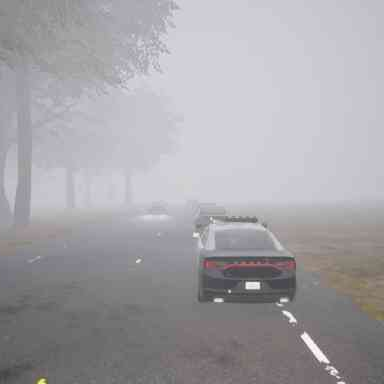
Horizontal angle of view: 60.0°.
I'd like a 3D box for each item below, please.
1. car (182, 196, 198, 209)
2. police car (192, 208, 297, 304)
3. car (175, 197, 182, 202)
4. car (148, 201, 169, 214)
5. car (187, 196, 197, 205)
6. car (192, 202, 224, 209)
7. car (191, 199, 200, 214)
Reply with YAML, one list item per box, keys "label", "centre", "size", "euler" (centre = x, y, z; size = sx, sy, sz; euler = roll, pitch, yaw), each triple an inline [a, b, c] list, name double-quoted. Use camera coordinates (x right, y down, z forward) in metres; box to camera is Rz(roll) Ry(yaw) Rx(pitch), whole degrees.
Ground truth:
- label: "car"
  centre: [0.053, 1.579, 45.925]
  size: [2.033, 1.411, 5.357]
  euler: [0, 0, 0]
- label: "police car"
  centre: [1.057, 1.423, 8.364]
  size: [1.930, 1.638, 5.238]
  euler: [0, 0, 0]
- label: "car"
  centre: [-3.449, 1.856, 88.114]
  size: [1.895, 1.301, 4.718]
  euler: [0, 0, 0]
- label: "car"
  centre: [-3.577, 1.612, 35.919]
  size: [1.895, 1.301, 4.718]
  euler: [0, 0, 0]
- label: "car"
  centre: [0.037, 1.576, 63.656]
  size: [1.882, 1.535, 5.008]
  euler: [0, 0, 0]
- label: "car"
  centre: [1.062, 1.505, 18.256]
  size: [1.837, 1.490, 4.892]
  euler: [0, 0, 0]
- label: "car"
  centre: [1.065, 1.508, 24.258]
  size: [1.837, 1.490, 4.892]
  euler: [0, 0, 0]
